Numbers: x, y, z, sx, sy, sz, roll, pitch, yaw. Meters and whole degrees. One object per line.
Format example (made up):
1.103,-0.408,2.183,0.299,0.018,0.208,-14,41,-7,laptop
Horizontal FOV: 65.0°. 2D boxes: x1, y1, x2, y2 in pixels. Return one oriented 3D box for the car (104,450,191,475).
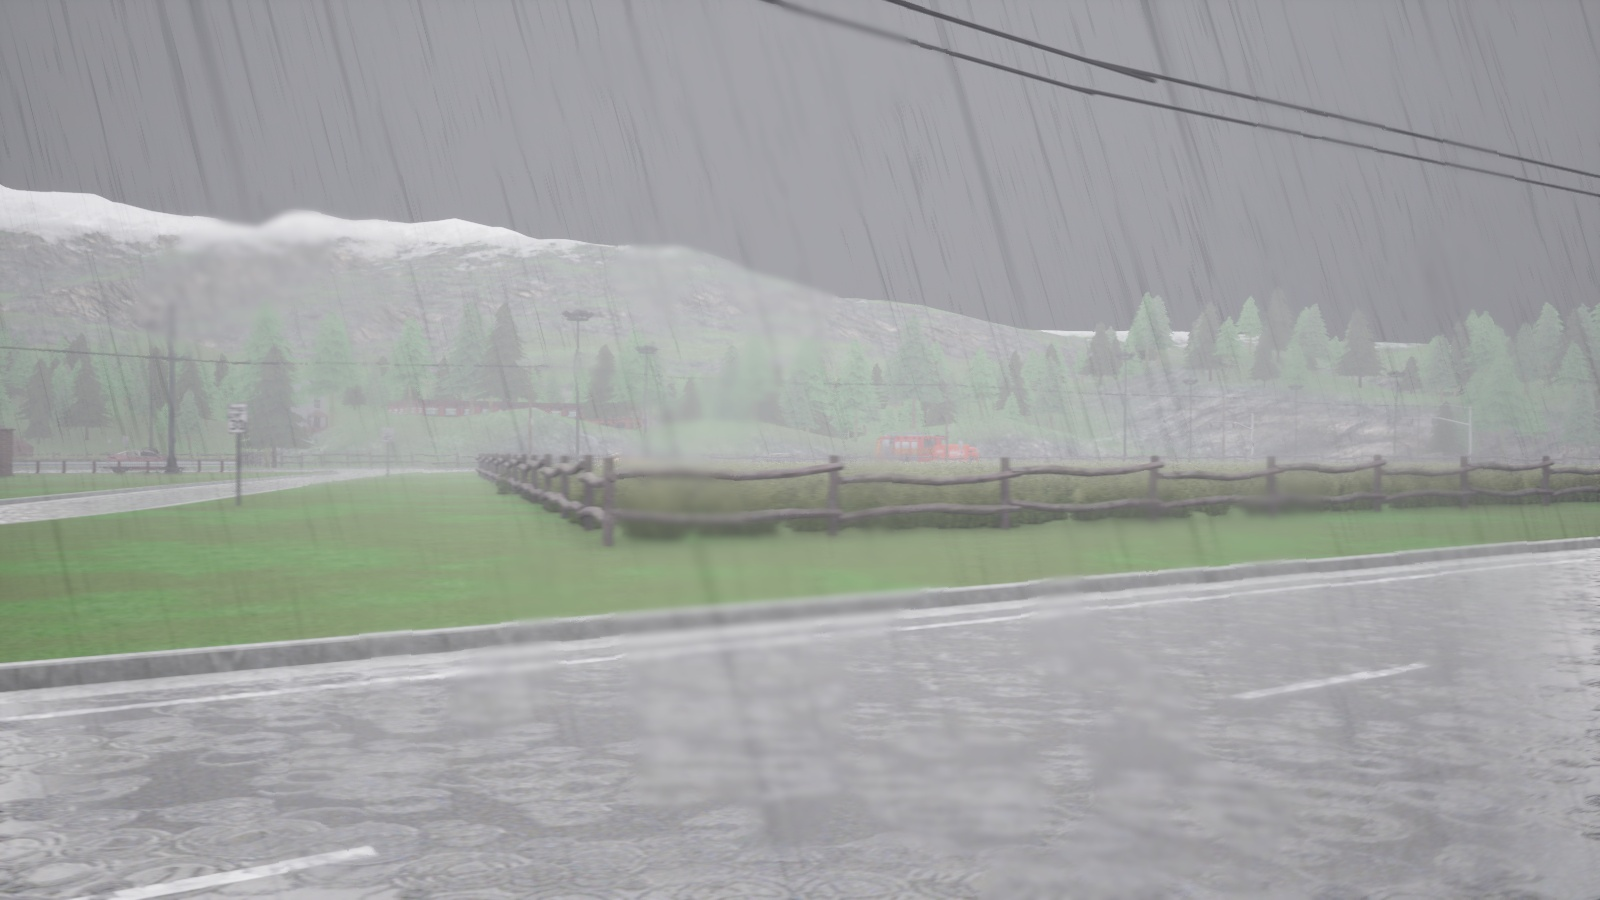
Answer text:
-44.553,0.830,85.720,5.027,1.651,2.152,0,0,-35,car
